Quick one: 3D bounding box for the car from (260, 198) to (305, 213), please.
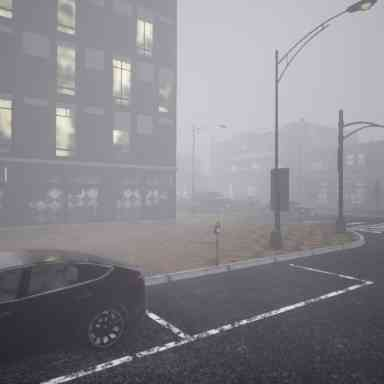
[{"bbox_3d":[9.252,1.340,34.222,1.802,1.307,4.206,1,0,-36],"label":"car"}]

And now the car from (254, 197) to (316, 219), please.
[{"bbox_3d":[7.598,1.319,26.690,1.812,1.442,4.674,0,1,-36],"label":"car"}]

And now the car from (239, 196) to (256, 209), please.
[{"bbox_3d":[5.966,1.130,38.690,1.967,1.590,4.097,1,0,-36],"label":"car"}]

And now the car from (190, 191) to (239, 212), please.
[{"bbox_3d":[1.843,0.894,34.512,2.150,2.045,5.566,0,1,-36],"label":"car"}]

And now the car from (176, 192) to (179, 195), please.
[{"bbox_3d":[-0.611,1.101,47.622,2.008,1.369,4.403,1,0,-36],"label":"car"}]

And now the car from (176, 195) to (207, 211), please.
[{"bbox_3d":[-0.785,1.231,33.721,1.802,1.307,4.206,1,0,-36],"label":"car"}]

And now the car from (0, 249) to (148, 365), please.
[{"bbox_3d":[-2.707,1.566,4.623,4.313,1.339,1.947,0,0,-36],"label":"car"}]

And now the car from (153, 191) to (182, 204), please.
[{"bbox_3d":[-3.893,0.793,52.088,2.192,1.841,5.009,1,0,-36],"label":"car"}]
